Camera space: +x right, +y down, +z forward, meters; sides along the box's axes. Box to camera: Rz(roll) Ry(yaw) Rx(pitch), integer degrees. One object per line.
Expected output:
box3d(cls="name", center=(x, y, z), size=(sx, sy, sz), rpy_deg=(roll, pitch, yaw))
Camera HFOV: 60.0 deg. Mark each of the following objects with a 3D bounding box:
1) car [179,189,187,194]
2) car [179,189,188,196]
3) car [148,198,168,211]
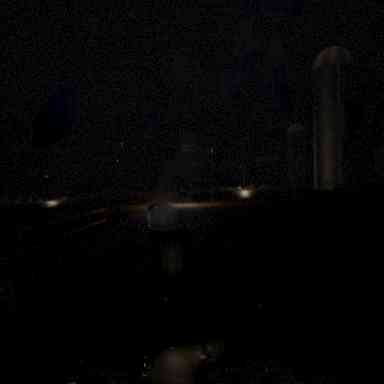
box3d(cls="car", center=(-2.263, -0.128, 86.283), size=(1.994, 1.385, 4.181), rpy_deg=(-1, 1, -2))
box3d(cls="car", center=(-1.980, 0.175, 75.831), size=(1.882, 1.535, 5.008), rpy_deg=(-1, 1, -2))
box3d(cls="car", center=(-3.647, 1.309, 35.790), size=(1.895, 1.301, 4.718), rpy_deg=(-1, 1, -2))
